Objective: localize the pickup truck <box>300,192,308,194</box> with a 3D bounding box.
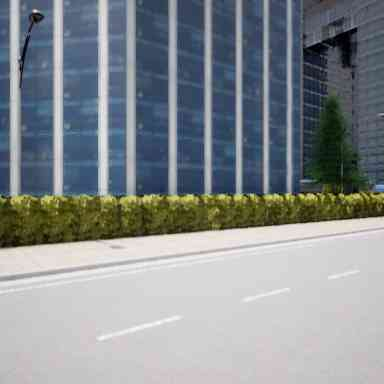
[{"bbox_3d":[25.112,1.027,75.217,2.390,2.098,6.274,0,0,-6],"label":"pickup truck"}]
